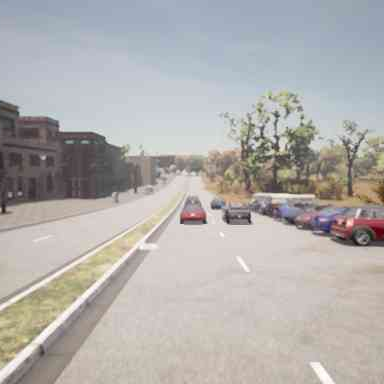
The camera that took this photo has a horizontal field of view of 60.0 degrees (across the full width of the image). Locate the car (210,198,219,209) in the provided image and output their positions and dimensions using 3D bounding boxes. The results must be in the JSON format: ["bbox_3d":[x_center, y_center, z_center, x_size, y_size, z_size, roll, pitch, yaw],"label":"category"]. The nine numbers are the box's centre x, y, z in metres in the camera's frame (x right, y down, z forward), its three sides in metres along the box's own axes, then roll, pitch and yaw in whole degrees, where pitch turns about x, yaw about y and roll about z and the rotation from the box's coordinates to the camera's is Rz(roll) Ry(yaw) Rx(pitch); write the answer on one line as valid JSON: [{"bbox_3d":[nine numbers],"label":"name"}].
[{"bbox_3d":[3.345,1.409,42.164,1.994,1.385,4.181,0,1,0],"label":"car"}]

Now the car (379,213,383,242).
[{"bbox_3d":[8.601,1.518,9.429,5.366,1.575,1.946,0,0,0],"label":"car"}]

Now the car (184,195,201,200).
[{"bbox_3d":[0.091,1.192,42.320,2.097,1.767,4.553,0,1,0],"label":"car"}]

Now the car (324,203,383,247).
[{"bbox_3d":[8.755,1.402,14.932,4.553,1.767,2.185,0,0,0],"label":"car"}]

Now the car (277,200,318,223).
[{"bbox_3d":[8.755,1.537,23.206,4.792,1.488,2.163,0,0,0],"label":"car"}]

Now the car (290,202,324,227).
[{"bbox_3d":[8.788,1.556,20.448,4.674,1.452,2.002,0,0,0],"label":"car"}]

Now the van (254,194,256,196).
[{"bbox_3d":[8.667,1.175,36.978,4.442,1.987,1.878,0,1,0],"label":"van"}]

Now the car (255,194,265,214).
[{"bbox_3d":[8.753,1.329,31.594,4.553,1.767,2.185,0,1,0],"label":"car"}]

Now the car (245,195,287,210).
[{"bbox_3d":[8.813,1.238,39.732,4.553,1.767,2.185,0,1,0],"label":"car"}]

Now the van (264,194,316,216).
[{"bbox_3d":[8.901,1.250,28.709,4.442,1.987,1.878,0,0,0],"label":"van"}]

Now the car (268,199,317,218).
[{"bbox_3d":[8.814,1.521,25.958,4.792,1.488,2.163,0,0,0],"label":"car"}]

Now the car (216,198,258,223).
[{"bbox_3d":[3.347,1.504,25.663,2.128,1.511,4.902,0,0,0],"label":"car"}]

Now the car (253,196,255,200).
[{"bbox_3d":[8.778,1.431,34.223,4.892,1.521,2.231,0,1,0],"label":"car"}]

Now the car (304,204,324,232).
[{"bbox_3d":[8.783,1.562,17.694,4.674,1.452,2.002,0,0,0],"label":"car"}]

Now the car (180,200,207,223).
[{"bbox_3d":[0.085,1.576,25.678,1.994,1.385,4.181,0,0,0],"label":"car"}]
